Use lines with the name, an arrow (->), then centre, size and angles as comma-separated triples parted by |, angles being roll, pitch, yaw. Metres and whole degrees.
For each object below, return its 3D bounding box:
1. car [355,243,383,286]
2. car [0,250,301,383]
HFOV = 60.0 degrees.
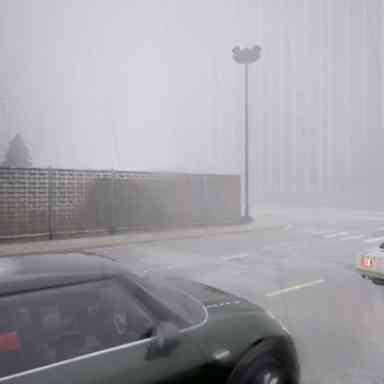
car -> 6.056, 1.568, 8.066 | 4.718, 1.301, 1.895 | 0, 0, -36
car -> -1.092, 1.350, 2.973 | 4.553, 1.767, 2.097 | 0, 0, -35
